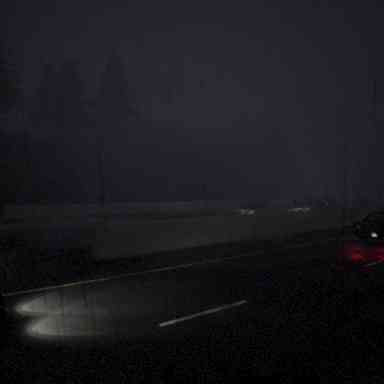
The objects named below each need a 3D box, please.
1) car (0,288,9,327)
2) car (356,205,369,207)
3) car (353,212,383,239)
[{"bbox_3d":[-5.434,1.576,4.221,5.357,1.411,2.033,0,0,-35],"label":"car"},{"bbox_3d":[23.366,1.506,45.363,2.128,1.511,4.902,0,0,40],"label":"car"},{"bbox_3d":[9.700,1.602,16.092,4.718,1.301,1.895,0,0,-41],"label":"car"}]
